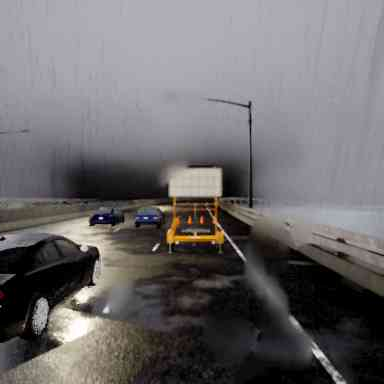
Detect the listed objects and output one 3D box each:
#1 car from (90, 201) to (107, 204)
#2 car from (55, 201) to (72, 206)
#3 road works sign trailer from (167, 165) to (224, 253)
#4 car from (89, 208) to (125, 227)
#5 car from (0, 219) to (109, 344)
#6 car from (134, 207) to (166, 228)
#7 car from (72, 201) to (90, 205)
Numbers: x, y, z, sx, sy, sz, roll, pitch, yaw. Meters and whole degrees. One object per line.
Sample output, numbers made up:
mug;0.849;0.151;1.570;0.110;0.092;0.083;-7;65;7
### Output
car;-16.446;2.382;60.577;1.895;1.301;4.718;0;-1;2
car;-23.425;2.329;60.954;1.812;1.442;4.674;0;-1;2
road works sign trailer;0.145;0.646;14.568;2.380;3.560;2.880;0;-1;1
car;-6.579;1.903;26.141;1.994;1.385;4.181;0;-1;1
car;-3.328;1.570;6.716;1.882;1.535;5.008;0;-1;1
car;-3.095;1.868;25.288;2.033;1.411;5.357;0;-1;1
car;-19.900;2.328;61.669;1.812;1.442;4.674;0;-1;2
